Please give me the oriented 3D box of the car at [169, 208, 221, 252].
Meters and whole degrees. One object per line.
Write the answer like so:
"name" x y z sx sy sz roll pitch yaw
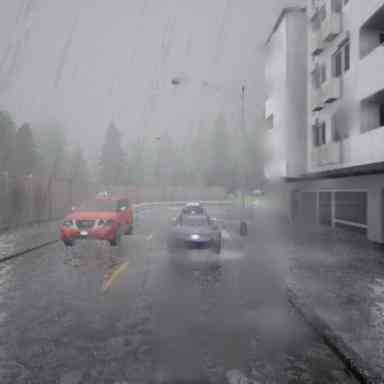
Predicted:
"car" 0.104 1.559 13.807 1.994 1.385 4.181 0 0 0

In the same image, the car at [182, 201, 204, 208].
"car" 0.092 1.514 30.070 1.812 1.442 4.674 0 0 0

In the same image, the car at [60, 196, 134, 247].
"car" -4.097 1.217 15.407 2.150 2.045 5.566 0 0 0

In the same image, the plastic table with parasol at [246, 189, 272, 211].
"plastic table with parasol" 7.788 0.910 38.917 2.482 2.480 2.482 0 0 0
